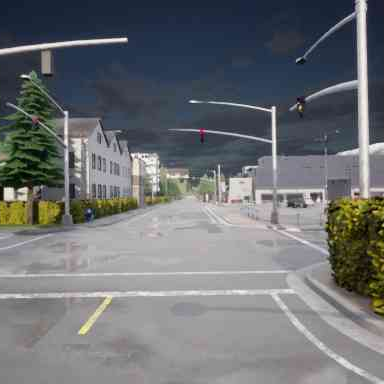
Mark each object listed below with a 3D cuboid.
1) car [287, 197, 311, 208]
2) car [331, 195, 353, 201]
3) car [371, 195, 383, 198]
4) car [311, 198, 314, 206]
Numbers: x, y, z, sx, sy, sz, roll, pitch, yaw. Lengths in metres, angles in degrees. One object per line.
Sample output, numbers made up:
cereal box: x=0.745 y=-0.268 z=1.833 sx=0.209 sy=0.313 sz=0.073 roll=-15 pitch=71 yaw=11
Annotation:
car: x=15.442 y=1.629 z=49.125 sx=2.007 sy=1.523 sz=4.514 roll=-1 pitch=-1 yaw=0
car: x=25.504 y=1.398 z=56.519 sx=2.152 sy=1.636 sz=5.027 roll=-1 pitch=-1 yaw=0
car: x=19.127 y=1.183 z=31.256 sx=1.905 sy=1.878 sz=3.866 roll=-1 pitch=-1 yaw=0
car: x=19.090 y=1.573 z=56.182 sx=1.970 sy=1.475 sz=3.806 roll=-1 pitch=-1 yaw=0
